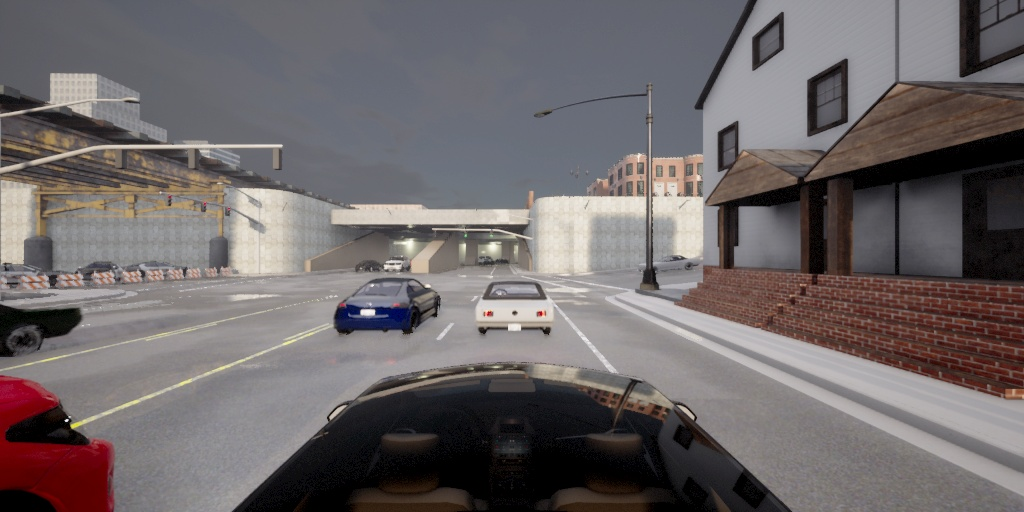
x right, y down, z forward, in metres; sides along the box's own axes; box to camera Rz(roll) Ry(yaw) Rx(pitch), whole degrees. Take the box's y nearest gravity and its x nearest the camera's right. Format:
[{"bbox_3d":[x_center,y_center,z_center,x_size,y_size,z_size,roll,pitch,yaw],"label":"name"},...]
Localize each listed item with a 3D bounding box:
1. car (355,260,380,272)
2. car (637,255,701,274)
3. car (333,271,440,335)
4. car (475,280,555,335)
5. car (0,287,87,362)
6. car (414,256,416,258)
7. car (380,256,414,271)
[{"bbox_3d":[-18.334,1.240,45.903,1.882,1.535,5.008,0,0,-1],"label":"car"},{"bbox_3d":[13.057,0.673,30.130,4.718,1.301,1.895,-7,0,0],"label":"car"},{"bbox_3d":[-3.431,1.316,10.579,1.994,1.385,4.181,0,0,0],"label":"car"},{"bbox_3d":[0.073,1.353,10.477,1.895,1.301,4.718,0,0,0],"label":"car"},{"bbox_3d":[-10.591,1.352,5.776,1.895,1.301,4.718,0,0,0],"label":"car"},{"bbox_3d":[-15.116,0.986,57.356,2.150,2.045,5.566,0,0,-1],"label":"car"},{"bbox_3d":[-14.853,0.984,46.710,2.150,2.045,5.566,0,0,-2],"label":"car"}]
